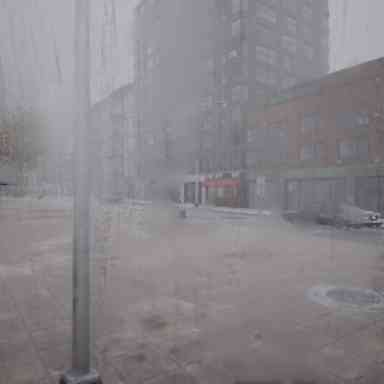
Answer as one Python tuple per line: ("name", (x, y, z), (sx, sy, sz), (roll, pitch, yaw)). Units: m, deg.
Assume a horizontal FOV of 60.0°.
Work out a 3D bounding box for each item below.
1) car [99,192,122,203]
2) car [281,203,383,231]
("car", (-11.141, 0.749, 45.324), (2.128, 1.511, 4.902), (0, 0, -35))
("car", (7.656, 1.295, 18.707), (2.033, 1.411, 5.357), (0, 1, -35))
